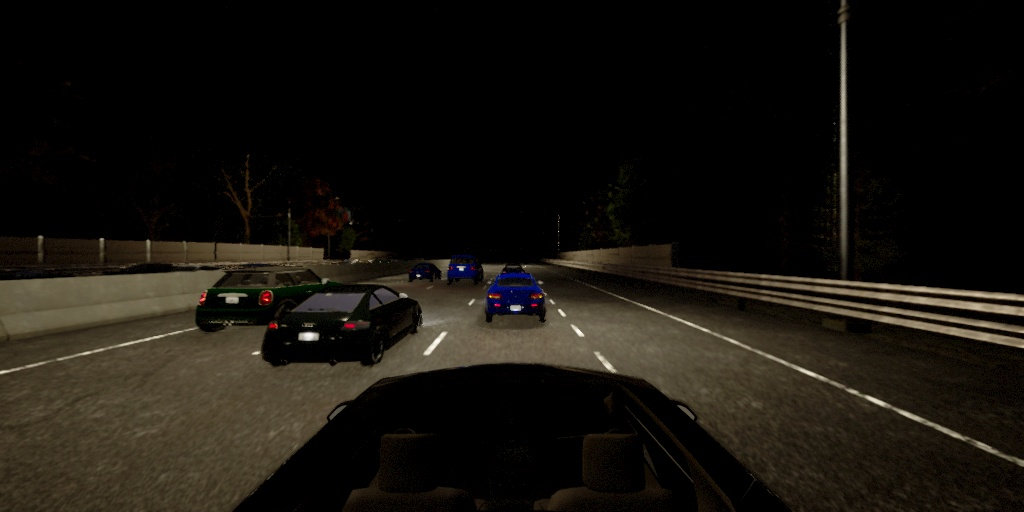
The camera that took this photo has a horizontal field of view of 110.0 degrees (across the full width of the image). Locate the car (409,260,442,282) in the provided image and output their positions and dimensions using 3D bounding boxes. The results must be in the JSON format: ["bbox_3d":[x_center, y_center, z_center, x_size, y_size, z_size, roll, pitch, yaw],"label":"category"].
[{"bbox_3d":[-6.890,1.288,28.684,1.812,1.442,4.674,0,0,0],"label":"car"}]

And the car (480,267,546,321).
[{"bbox_3d":[0.104,1.277,12.259,1.812,1.442,4.674,0,0,0],"label":"car"}]

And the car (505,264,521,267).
[{"bbox_3d":[0.111,1.325,28.288,1.994,1.385,4.181,0,0,0],"label":"car"}]

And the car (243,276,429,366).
[{"bbox_3d":[-3.397,1.315,7.998,1.994,1.385,4.181,0,0,0],"label":"car"}]

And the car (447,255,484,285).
[{"bbox_3d":[-3.392,0.982,26.757,2.150,2.045,5.566,0,0,0],"label":"car"}]

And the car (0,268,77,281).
[{"bbox_3d":[-28.093,1.360,20.109,1.895,1.301,4.718,0,0,0],"label":"car"}]

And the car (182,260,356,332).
[{"bbox_3d":[-6.897,1.104,10.968,2.097,1.767,4.553,0,0,0],"label":"car"}]

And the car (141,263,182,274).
[{"bbox_3d":[-21.091,1.286,23.741,1.812,1.442,4.674,0,0,0],"label":"car"}]

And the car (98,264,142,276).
[{"bbox_3d":[-24.590,1.239,24.172,1.882,1.535,5.008,0,0,0],"label":"car"}]
